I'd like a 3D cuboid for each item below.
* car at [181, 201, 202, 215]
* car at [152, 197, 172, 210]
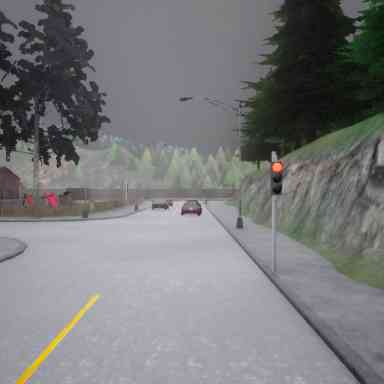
[{"bbox_3d":[-0.033,1.564,33.920,1.994,1.385,4.181,0,0,2],"label":"car"},{"bbox_3d":[-4.040,1.478,42.853,1.882,1.535,5.008,0,0,0],"label":"car"}]
